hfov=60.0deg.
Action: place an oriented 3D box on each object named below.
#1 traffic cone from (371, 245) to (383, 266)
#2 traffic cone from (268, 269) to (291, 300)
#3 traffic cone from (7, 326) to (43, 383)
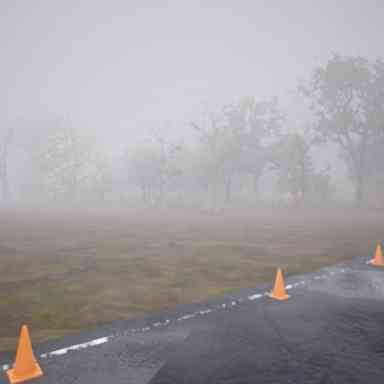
[{"bbox_3d":[5.711,1.909,10.169,0.340,0.580,0.340,0,0,-39],"label":"traffic cone"},{"bbox_3d":[1.862,1.931,7.088,0.340,0.580,0.340,0,0,-38],"label":"traffic cone"},{"bbox_3d":[-2.066,1.953,4.108,0.340,0.580,0.340,0,0,-36],"label":"traffic cone"}]
